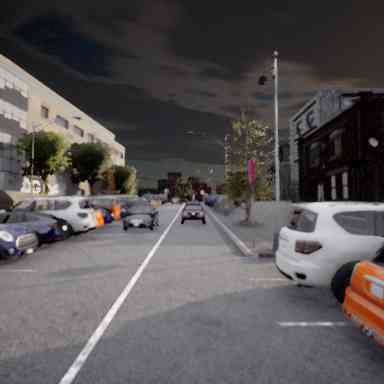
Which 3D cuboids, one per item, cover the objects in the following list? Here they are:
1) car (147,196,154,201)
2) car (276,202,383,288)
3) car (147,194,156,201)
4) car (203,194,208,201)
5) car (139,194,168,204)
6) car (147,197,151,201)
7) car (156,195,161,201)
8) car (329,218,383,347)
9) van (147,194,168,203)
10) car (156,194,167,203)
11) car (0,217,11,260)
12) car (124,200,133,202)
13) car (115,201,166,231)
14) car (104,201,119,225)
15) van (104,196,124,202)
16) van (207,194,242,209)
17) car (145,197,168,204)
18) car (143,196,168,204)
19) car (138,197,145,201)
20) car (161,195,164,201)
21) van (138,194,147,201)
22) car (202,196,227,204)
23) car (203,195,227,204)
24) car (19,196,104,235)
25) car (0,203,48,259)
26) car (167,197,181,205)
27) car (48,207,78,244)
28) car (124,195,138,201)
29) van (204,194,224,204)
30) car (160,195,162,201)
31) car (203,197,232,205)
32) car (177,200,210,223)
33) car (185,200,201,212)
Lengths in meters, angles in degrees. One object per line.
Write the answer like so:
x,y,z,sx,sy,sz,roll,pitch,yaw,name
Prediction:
-7.651,1.615,41.927,4.892,1.521,2.231,0,0,0,car
4.707,1.253,7.356,5.566,2.045,2.435,0,0,0,car
-7.626,1.497,44.719,4.553,1.767,2.185,0,0,0,car
4.699,1.391,50.587,5.566,2.045,2.435,0,0,0,car
-7.634,1.443,67.070,5.566,2.045,2.435,0,0,0,car
-7.663,1.606,39.132,4.892,1.521,2.231,0,0,0,car
-7.844,1.638,50.307,5.366,1.575,1.946,0,0,0,car
4.648,1.370,4.543,4.553,1.767,2.185,0,0,0,car
-7.780,1.562,75.425,4.442,1.987,1.878,0,-1,0,van
-7.632,1.715,64.275,4.792,1.488,2.163,0,0,0,car
-7.621,1.537,8.401,4.792,1.488,2.163,0,0,0,car
-7.653,1.609,27.958,4.674,1.452,2.002,0,0,0,car
-3.103,1.559,21.025,2.128,1.511,4.902,0,0,0,car
-7.682,1.581,22.369,4.792,1.488,2.163,0,0,0,car
-7.771,1.335,25.166,4.442,1.987,1.878,0,0,0,van
4.788,1.407,47.796,4.442,1.987,1.878,0,0,0,van
-7.693,1.766,72.635,4.792,1.488,2.163,0,-1,0,car
-7.662,1.707,69.804,5.008,1.535,2.097,0,0,0,car
-7.651,1.587,33.421,5.008,1.535,2.097,0,0,0,car
-7.846,1.655,55.895,5.366,1.575,1.946,0,0,0,car
-7.540,1.370,36.340,4.442,1.987,1.878,0,0,0,van
4.673,1.709,70.125,5.008,1.535,2.097,0,-1,0,car
4.637,1.570,67.335,4.553,1.767,2.185,0,0,0,car
-7.681,1.282,16.783,5.566,2.045,2.435,0,0,0,car
-7.684,1.390,11.197,4.553,1.767,2.185,0,0,0,car
-3.041,1.693,62.862,2.128,1.511,4.902,0,0,1,car
-7.682,1.554,13.990,4.792,1.488,2.163,0,0,0,car
-7.686,1.453,30.751,4.553,1.767,2.185,0,0,0,car
4.784,1.515,72.902,4.442,1.987,1.878,0,-1,0,van
-7.688,1.679,53.100,4.792,1.488,2.163,0,0,0,car
4.854,1.683,64.417,5.366,1.575,1.946,0,0,0,car
0.095,1.632,26.194,2.033,1.411,5.357,0,0,0,car
0.092,1.735,42.006,1.895,1.301,4.718,0,0,0,car
